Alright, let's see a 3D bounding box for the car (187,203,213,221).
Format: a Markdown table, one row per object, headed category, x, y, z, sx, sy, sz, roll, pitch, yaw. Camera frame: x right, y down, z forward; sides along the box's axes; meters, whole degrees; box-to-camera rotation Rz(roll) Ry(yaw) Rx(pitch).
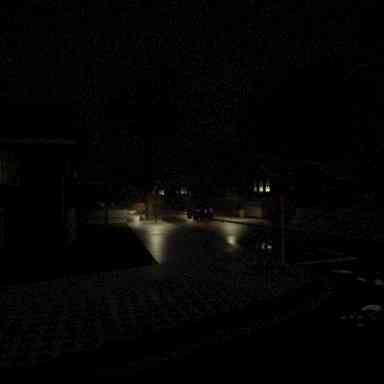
| category | x | y | z | sx | sy | sz | roll | pitch | yaw |
| --- | --- | --- | --- | --- | --- | --- | --- | --- | --- |
| car | 0.904 | 2.406 | 40.670 | 2.150 | 2.045 | 5.566 | -1 | -1 | -14 |
